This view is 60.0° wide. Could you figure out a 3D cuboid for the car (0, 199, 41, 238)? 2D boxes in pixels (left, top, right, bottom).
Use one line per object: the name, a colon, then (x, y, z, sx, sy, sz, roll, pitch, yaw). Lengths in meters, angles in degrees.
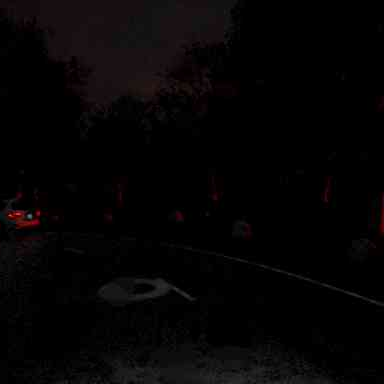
car: (-11.526, 1.450, 19.317, 5.566, 2.045, 2.150, -1, 0, 18)
